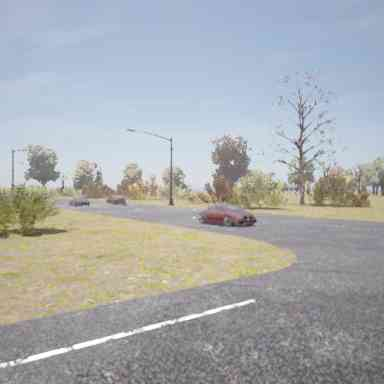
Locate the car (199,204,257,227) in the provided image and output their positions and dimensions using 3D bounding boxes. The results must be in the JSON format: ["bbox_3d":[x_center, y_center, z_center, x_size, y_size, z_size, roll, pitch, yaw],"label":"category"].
[{"bbox_3d":[2.293,1.502,22.159,1.994,1.385,4.181,0,0,-36],"label":"car"}]

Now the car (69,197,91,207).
[{"bbox_3d":[-15.762,1.356,46.606,1.994,1.385,4.181,0,0,-36],"label":"car"}]

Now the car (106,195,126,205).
[{"bbox_3d":[-12.245,1.284,53.613,1.812,1.442,4.674,0,0,-36],"label":"car"}]
